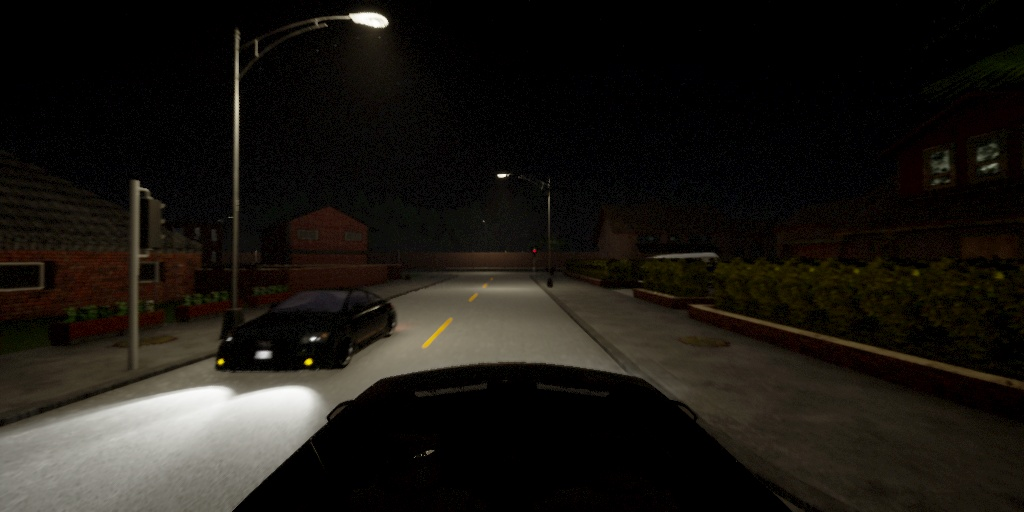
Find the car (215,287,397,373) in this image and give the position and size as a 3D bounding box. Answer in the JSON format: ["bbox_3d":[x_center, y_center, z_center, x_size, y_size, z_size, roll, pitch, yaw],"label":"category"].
[{"bbox_3d":[-4.001,1.397,7.772,1.994,1.385,4.181,0,0,0],"label":"car"}]
